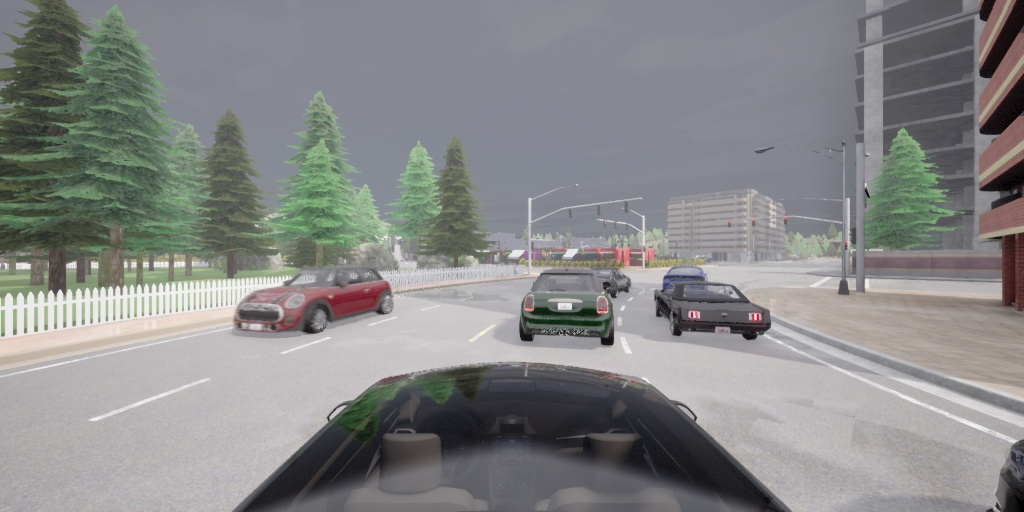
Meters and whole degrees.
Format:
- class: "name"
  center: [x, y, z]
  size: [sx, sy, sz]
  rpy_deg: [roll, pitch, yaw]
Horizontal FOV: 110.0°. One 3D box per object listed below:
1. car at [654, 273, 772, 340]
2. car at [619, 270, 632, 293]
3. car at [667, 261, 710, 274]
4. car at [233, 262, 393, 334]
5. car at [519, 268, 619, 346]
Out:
- class: "car"
  center: [5.216, 1.351, 10.072]
  size: [1.895, 1.301, 4.718]
  rpy_deg: [0, 0, 14]
- class: "car"
  center: [4.807, 1.297, 18.532]
  size: [2.033, 1.411, 5.357]
  rpy_deg: [0, 0, 29]
- class: "car"
  center: [9.062, 1.228, 18.590]
  size: [1.882, 1.535, 5.008]
  rpy_deg: [0, 0, 30]
- class: "car"
  center: [-5.580, 1.102, 10.746]
  size: [2.097, 1.767, 4.553]
  rpy_deg: [0, 0, 14]
- class: "car"
  center: [1.587, 1.102, 9.768]
  size: [2.097, 1.767, 4.553]
  rpy_deg: [0, 0, 12]
